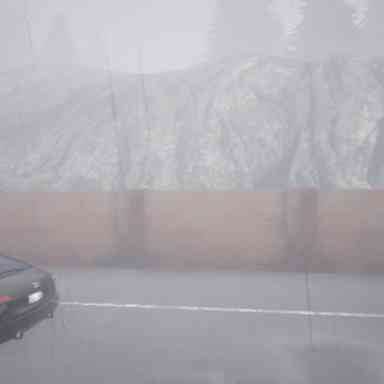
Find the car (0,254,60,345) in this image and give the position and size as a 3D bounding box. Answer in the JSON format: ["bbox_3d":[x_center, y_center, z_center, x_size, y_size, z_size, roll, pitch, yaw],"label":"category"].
[{"bbox_3d":[-4.436,1.634,5.496,4.181,1.385,1.994,0,0,8],"label":"car"}]
